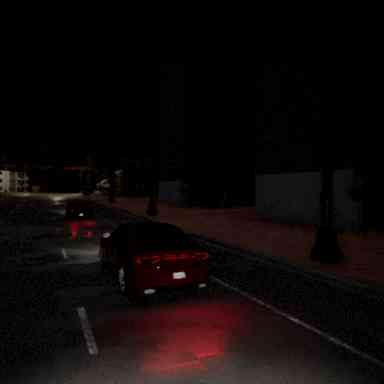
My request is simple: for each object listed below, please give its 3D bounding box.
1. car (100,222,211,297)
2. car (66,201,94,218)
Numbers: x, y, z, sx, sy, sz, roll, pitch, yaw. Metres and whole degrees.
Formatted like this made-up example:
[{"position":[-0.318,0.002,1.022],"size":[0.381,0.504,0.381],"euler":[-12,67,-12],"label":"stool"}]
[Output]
[{"position":[-1.253,1.545,9.034],"size":[1.882,1.535,5.008],"euler":[1,0,-24],"label":"car"},{"position":[-9.430,1.391,27.693],"size":[1.895,1.301,4.718],"euler":[1,1,-24],"label":"car"}]
